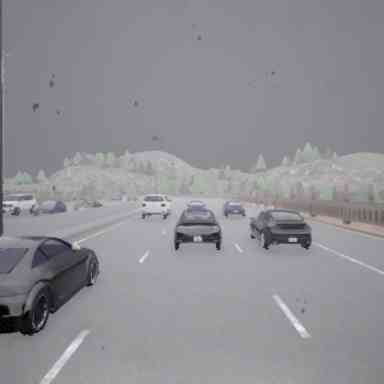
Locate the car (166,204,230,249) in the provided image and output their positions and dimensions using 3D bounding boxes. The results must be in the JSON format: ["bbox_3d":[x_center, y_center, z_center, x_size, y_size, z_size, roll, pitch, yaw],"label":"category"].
[{"bbox_3d":[0.235,1.499,14.473,2.128,1.511,4.902,0,0,1],"label":"car"}]

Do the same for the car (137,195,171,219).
[{"bbox_3d":[-3.107,1.235,29.614,2.150,2.045,5.566,0,0,1],"label":"car"}]

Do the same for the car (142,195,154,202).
[{"bbox_3d":[-9.739,1.427,73.585,1.837,1.490,4.892,0,0,1],"label":"car"}]

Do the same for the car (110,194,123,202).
[{"bbox_3d":[-16.738,1.277,73.690,2.097,1.767,4.553,0,0,1],"label":"car"}]

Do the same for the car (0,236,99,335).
[{"bbox_3d":[-3.337,1.565,6.719,1.994,1.385,4.181,0,0,0],"label":"car"}]

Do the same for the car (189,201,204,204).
[{"bbox_3d":[0.401,1.543,31.632,1.812,1.442,4.674,0,0,0],"label":"car"}]

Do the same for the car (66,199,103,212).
[{"bbox_3d":[-10.267,1.501,32.966,2.128,1.511,4.902,0,0,1],"label":"car"}]

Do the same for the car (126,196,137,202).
[{"bbox_3d":[-13.239,1.477,73.622,1.994,1.385,4.181,0,0,1],"label":"car"}]

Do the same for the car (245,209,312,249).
[{"bbox_3d":[3.737,1.516,14.665,1.837,1.490,4.892,0,0,1],"label":"car"}]

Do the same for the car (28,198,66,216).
[{"bbox_3d":[-13.770,1.532,32.673,1.812,1.442,4.674,0,0,1],"label":"car"}]

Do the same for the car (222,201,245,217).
[{"bbox_3d":[3.902,1.545,31.731,1.812,1.442,4.674,0,0,0],"label":"car"}]

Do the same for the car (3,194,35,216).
[{"bbox_3d":[-17.273,1.223,32.595,2.150,2.045,5.566,0,0,1],"label":"car"}]
